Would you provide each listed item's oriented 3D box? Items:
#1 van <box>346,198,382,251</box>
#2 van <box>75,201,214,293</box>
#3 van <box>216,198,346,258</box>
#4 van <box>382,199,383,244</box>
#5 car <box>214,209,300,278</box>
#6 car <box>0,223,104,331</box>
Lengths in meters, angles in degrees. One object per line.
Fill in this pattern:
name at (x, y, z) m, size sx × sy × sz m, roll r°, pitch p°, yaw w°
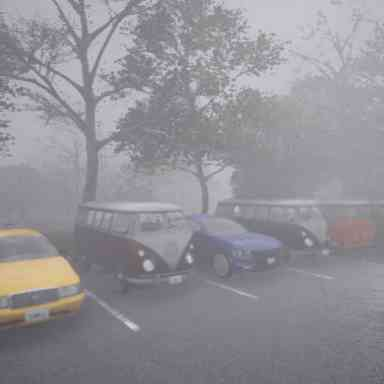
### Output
van at (4.998, 1.296, 13.757) m, size 1.878 × 1.987 × 4.442 m, roll 1°, pitch -1°, yaw -35°
van at (-1.623, 1.248, 8.755) m, size 1.878 × 1.987 × 4.442 m, roll 0°, pitch 0°, yaw -35°
van at (2.769, 1.254, 11.884) m, size 1.878 × 1.987 × 4.442 m, roll 0°, pitch 0°, yaw -35°
van at (7.152, 1.333, 15.292) m, size 1.878 × 1.987 × 4.442 m, roll 1°, pitch -1°, yaw -35°
car at (0.563, 1.469, 10.462) m, size 2.097 × 1.535 × 5.008 m, roll 0°, pitch 0°, yaw -35°
car at (-3.838, 1.476, 7.095) m, size 1.946 × 1.575 × 5.366 m, roll 0°, pitch 0°, yaw -35°
